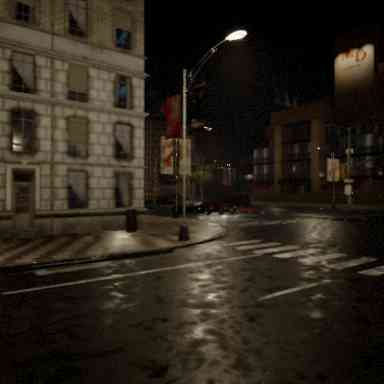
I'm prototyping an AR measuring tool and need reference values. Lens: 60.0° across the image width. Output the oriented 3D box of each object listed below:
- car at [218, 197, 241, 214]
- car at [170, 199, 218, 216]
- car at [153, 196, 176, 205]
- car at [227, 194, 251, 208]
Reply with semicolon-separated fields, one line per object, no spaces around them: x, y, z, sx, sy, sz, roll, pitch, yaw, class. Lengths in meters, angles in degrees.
2.729;1.590;35.872;1.812;1.442;4.674;0;0;-36;car
0.080;1.656;33.561;1.895;1.301;4.718;0;0;-36;car
-4.811;1.439;59.625;4.553;1.767;2.097;0;0;39;car
6.495;1.319;50.583;2.150;2.045;5.566;0;0;-36;car
